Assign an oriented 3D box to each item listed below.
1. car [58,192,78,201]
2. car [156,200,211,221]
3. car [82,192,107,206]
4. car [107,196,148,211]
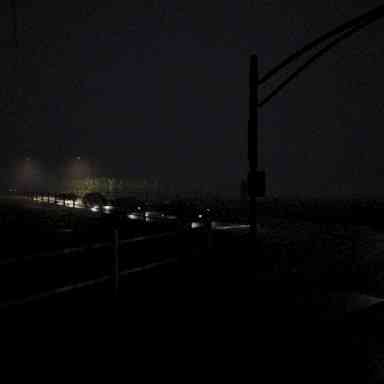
[{"bbox_3d":[-18.386,0.699,49.267,1.895,1.301,4.718,0,1,-35],"label":"car"},{"bbox_3d":[-0.706,1.250,23.909,1.895,1.301,4.718,0,1,-35],"label":"car"},{"bbox_3d":[-11.602,0.813,39.486,1.837,1.490,4.892,0,1,-35],"label":"car"},{"bbox_3d":[-5.954,1.085,31.406,1.895,1.301,4.718,0,1,-35],"label":"car"}]
